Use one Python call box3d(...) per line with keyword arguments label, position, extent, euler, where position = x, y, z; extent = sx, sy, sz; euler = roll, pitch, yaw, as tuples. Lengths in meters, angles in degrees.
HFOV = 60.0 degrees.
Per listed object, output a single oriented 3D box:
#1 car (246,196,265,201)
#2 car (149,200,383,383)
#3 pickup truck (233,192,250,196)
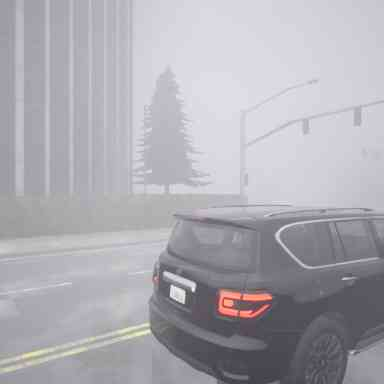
box3d(label="car", position=(8.550, 1.564, 42.974), extent=(1.994, 1.385, 4.181), euler=(0, 0, -36))
box3d(label="car", position=(2.047, 1.221, 5.200), extent=(5.566, 2.045, 2.150), euler=(0, 0, -35))
box3d(label="pickup truck", position=(10.249, 1.059, 68.801), extent=(2.390, 2.098, 6.274), euler=(0, 0, -5))
